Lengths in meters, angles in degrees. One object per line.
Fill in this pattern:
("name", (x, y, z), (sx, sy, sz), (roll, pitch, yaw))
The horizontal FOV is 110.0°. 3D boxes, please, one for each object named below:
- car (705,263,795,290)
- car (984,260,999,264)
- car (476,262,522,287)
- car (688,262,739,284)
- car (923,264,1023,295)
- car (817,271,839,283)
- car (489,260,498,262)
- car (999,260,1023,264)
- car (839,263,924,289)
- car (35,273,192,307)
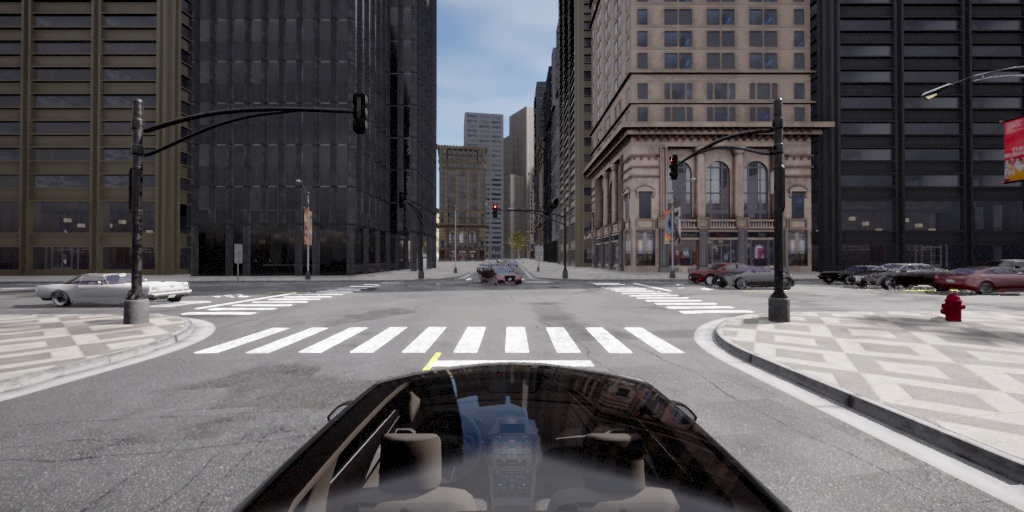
("car", (14.480, 1.279, 21.671), (4.181, 1.385, 1.994), (0, 0, 0))
("car", (34.218, 1.042, 24.929), (4.553, 1.767, 2.097), (0, 0, 0))
("car", (-0.912, 1.329, 25.043), (1.994, 1.385, 4.181), (0, 0, -23))
("car", (14.907, 1.215, 24.927), (5.008, 1.535, 1.882), (0, 0, 0))
("car", (24.342, 1.228, 18.268), (4.181, 1.385, 1.994), (0, 0, 0))
("car", (24.251, 1.315, 24.934), (4.718, 1.301, 1.895), (0, 0, 0))
("car", (-3.053, 1.367, 42.119), (1.994, 1.385, 4.181), (0, 0, 0))
("car", (33.351, 1.020, 21.679), (4.553, 1.767, 2.097), (0, 0, 0))
("car", (23.391, 1.184, 21.680), (4.902, 1.511, 2.128), (0, 0, 0))
("car", (-16.375, 1.366, 14.947), (4.718, 1.301, 1.895), (0, 0, 0))
